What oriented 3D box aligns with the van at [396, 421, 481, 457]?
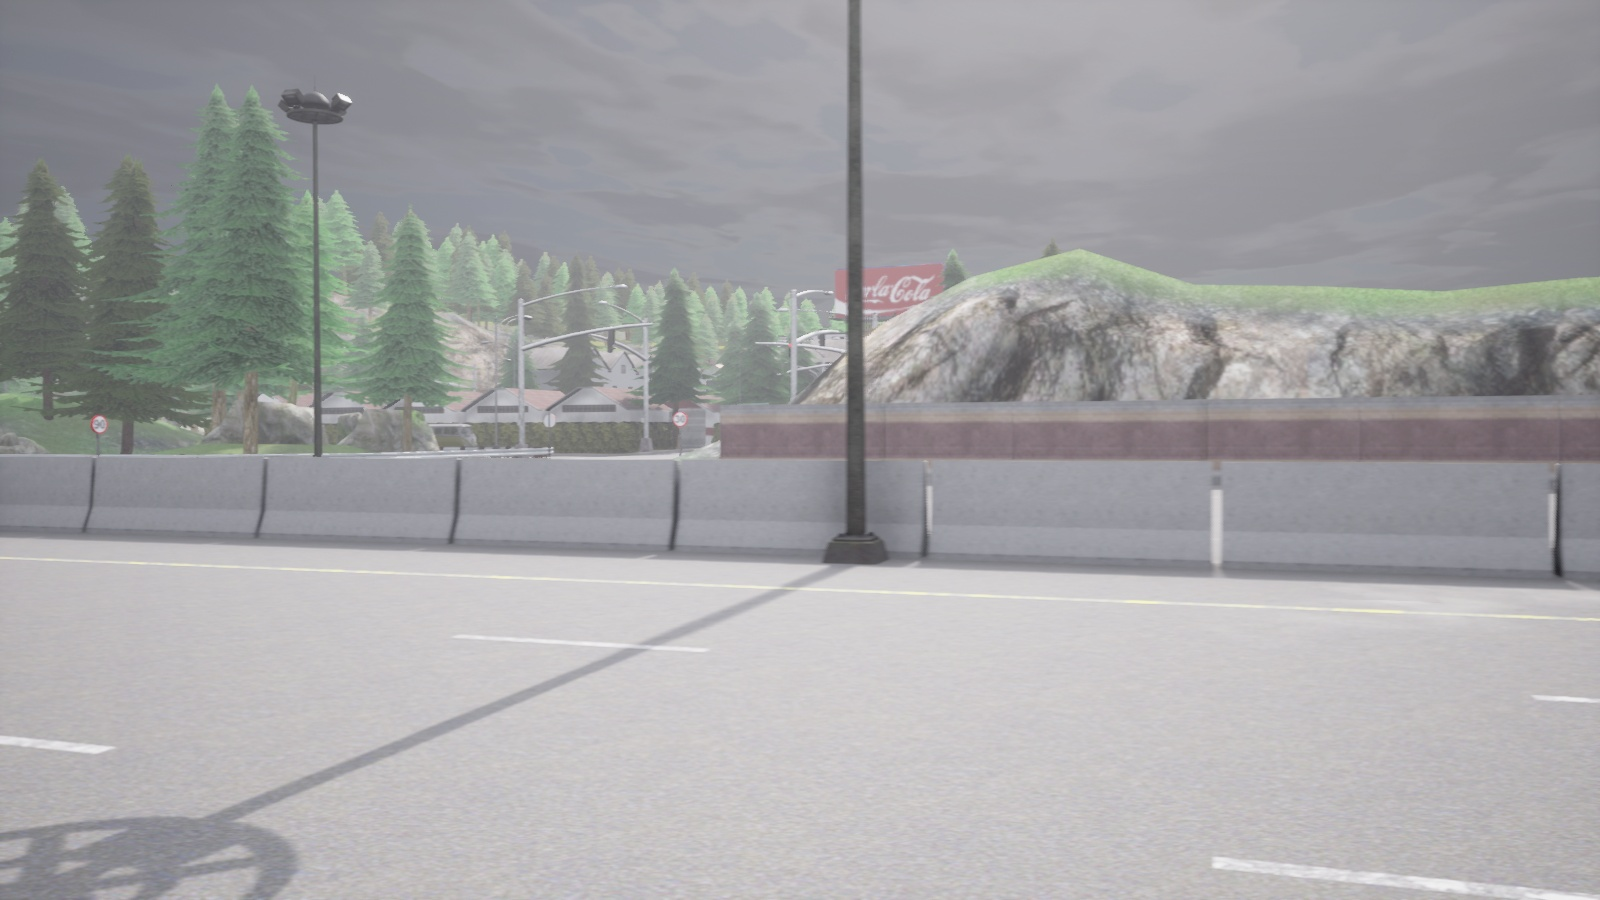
[{"bbox_3d":[-20.581,-0.647,71.491,4.442,1.987,1.775,1,1,19],"label":"van"}]
